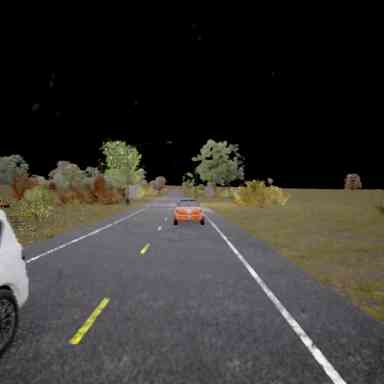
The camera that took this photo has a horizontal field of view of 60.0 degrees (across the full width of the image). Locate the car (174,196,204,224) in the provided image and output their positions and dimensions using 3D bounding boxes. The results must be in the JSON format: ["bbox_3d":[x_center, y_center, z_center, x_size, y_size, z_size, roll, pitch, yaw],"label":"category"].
[{"bbox_3d":[-0.244,1.340,24.515,2.097,1.767,4.553,0,0,-1],"label":"car"}]

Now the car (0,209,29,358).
[{"bbox_3d":[-3.618,1.222,2.971,2.150,2.045,5.566,0,0,0],"label":"car"}]

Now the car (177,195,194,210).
[{"bbox_3d":[-0.846,1.316,41.987,2.097,1.767,4.553,0,0,-2],"label":"car"}]
